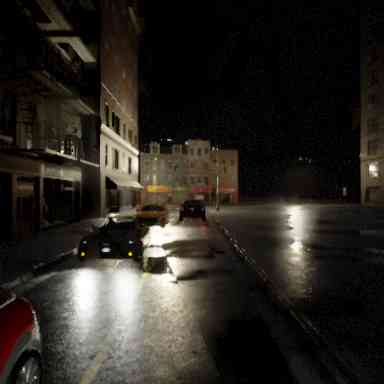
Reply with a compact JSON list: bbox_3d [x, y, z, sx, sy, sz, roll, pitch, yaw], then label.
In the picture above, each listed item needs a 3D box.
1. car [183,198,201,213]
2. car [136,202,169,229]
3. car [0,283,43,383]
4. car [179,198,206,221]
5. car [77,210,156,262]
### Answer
[{"bbox_3d":[0.011,1.503,38.823,1.882,1.535,5.008,0,0,0],"label":"car"},{"bbox_3d":[-2.575,1.485,22.044,1.882,1.535,5.008,0,0,0],"label":"car"},{"bbox_3d":[-2.600,1.352,1.556,2.097,1.767,4.553,0,0,0],"label":"car"},{"bbox_3d":[0.047,1.364,27.419,2.097,1.767,4.553,0,0,0],"label":"car"},{"bbox_3d":[-2.611,1.566,12.023,1.994,1.385,4.181,0,0,-1],"label":"car"}]
